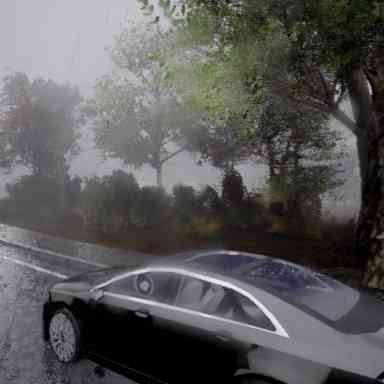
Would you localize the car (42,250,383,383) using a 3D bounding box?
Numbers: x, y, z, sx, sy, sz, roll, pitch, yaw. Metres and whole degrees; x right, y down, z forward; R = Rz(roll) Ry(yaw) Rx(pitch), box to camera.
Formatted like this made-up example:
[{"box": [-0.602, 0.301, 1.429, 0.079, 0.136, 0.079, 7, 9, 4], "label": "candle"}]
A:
[{"box": [0.040, 1.502, 4.147, 4.902, 1.511, 2.128, 0, 0, 37], "label": "car"}]
